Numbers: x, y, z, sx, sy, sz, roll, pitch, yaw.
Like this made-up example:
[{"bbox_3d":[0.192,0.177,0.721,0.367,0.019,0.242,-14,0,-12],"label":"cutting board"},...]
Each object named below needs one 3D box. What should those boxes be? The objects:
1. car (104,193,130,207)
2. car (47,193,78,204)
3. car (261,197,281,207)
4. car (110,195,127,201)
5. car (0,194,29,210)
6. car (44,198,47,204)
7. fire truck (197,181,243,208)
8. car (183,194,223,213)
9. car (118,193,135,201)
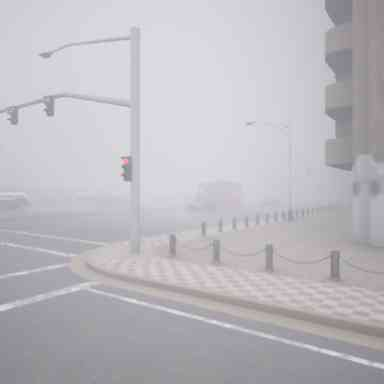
[{"bbox_3d":[-12.614,1.428,57.724,1.970,1.475,3.806,0,0,36],"label":"car"},{"bbox_3d":[-26.355,1.186,67.559,1.932,1.855,4.605,0,0,36],"label":"car"},{"bbox_3d":[12.645,1.559,53.102,1.837,1.490,4.892,0,0,36],"label":"car"},{"bbox_3d":[-18.437,1.418,83.470,1.970,1.475,3.806,0,0,36],"label":"car"},{"bbox_3d":[-26.142,1.437,48.873,1.970,1.475,3.806,0,0,36],"label":"car"},{"bbox_3d":[-28.663,1.397,69.310,1.784,1.438,3.905,0,0,36],"label":"car"},{"bbox_3d":[4.121,0.365,47.254,2.891,3.827,8.468,0,0,36],"label":"fire truck"},{"bbox_3d":[1.125,1.389,37.234,2.097,1.767,4.553,0,0,36],"label":"car"},{"bbox_3d":[-16.098,1.179,81.764,1.905,1.878,3.866,0,0,36],"label":"car"}]
